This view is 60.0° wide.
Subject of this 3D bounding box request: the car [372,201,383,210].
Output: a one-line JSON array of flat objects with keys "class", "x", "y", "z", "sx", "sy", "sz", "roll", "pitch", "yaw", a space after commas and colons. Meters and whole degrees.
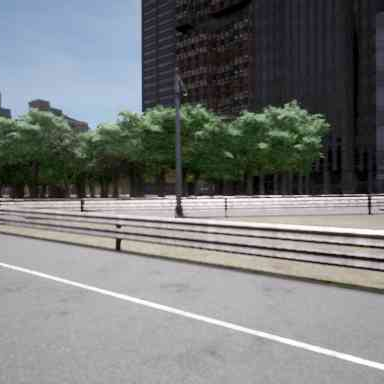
[{"class": "car", "x": 18.598, "y": 0.899, "z": 29.093, "sx": 5.357, "sy": 1.411, "sz": 2.033, "roll": -1, "pitch": 0, "yaw": -5}]
